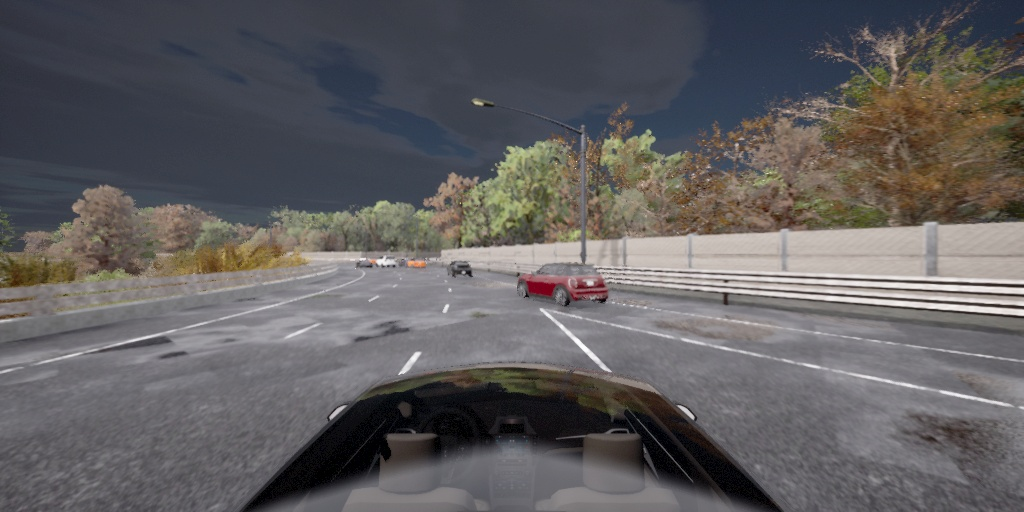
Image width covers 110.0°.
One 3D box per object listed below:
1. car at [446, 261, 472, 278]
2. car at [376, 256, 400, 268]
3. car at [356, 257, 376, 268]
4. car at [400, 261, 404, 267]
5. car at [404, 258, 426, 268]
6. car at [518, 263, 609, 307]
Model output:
[{"bbox_3d":[-5.003,1.212,33.876,1.837,1.490,4.892,0,0,-18],"label":"car"},{"bbox_3d":[-21.306,0.948,60.693,2.150,2.045,5.566,0,0,-35],"label":"car"},{"bbox_3d":[-24.217,1.301,58.753,1.994,1.385,4.181,0,0,-35],"label":"car"},{"bbox_3d":[-18.018,1.241,62.193,2.033,1.411,5.357,0,-1,-35],"label":"car"},{"bbox_3d":[-15.405,1.076,57.737,2.097,1.767,4.553,0,1,-29],"label":"car"},{"bbox_3d":[2.032,1.068,15.600,2.097,1.767,4.553,0,0,-27],"label":"car"}]
